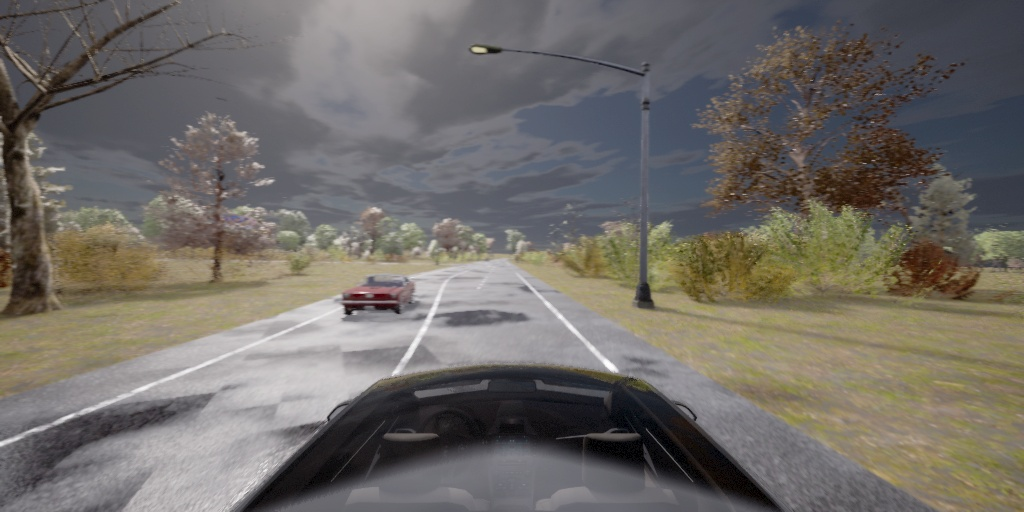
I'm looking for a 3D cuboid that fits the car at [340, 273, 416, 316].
[{"bbox_3d":[-4.817,1.347,13.522,1.895,1.301,4.718,1,0,-8],"label":"car"}]
